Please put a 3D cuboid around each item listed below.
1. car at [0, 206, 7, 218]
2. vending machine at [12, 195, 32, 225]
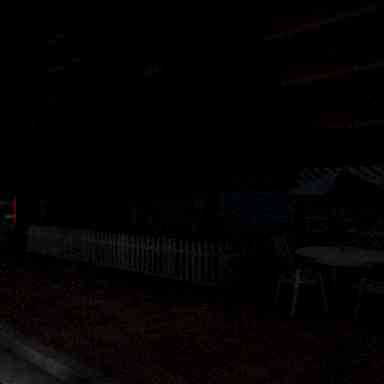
[{"bbox_3d":[-17.550,1.597,28.139,1.882,1.535,5.008,0,0,-5],"label":"car"},{"bbox_3d":[-12.366,1.290,24.202,1.100,2.100,0.880,0,0,-12],"label":"vending machine"}]
